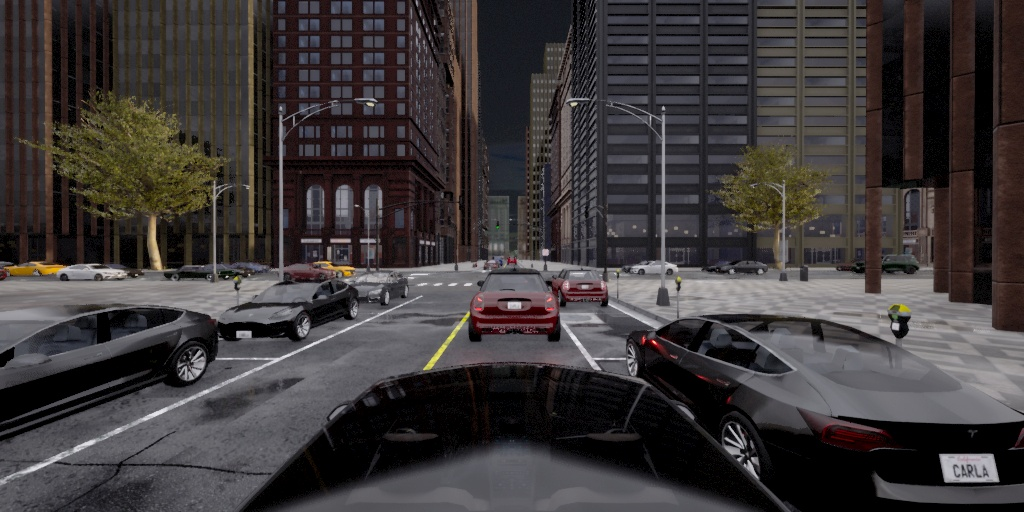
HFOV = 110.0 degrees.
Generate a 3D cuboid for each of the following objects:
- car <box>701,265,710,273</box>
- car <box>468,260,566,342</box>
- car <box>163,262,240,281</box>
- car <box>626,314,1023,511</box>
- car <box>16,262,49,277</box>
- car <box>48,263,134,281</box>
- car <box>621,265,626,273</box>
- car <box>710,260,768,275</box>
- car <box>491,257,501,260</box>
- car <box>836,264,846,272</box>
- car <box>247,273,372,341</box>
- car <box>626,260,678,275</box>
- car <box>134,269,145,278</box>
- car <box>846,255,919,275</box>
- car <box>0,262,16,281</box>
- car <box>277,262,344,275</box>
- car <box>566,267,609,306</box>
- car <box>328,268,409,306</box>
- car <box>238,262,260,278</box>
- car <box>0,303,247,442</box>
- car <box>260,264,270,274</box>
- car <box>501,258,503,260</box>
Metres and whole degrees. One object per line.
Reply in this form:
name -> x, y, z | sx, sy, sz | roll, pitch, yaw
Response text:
car -> 24.376, 1.219, 40.375 | 5.357, 1.411, 2.033 | 0, 0, 0
car -> 0.075, 1.102, 9.977 | 2.097, 1.767, 4.553 | 0, 0, 1
car -> -26.340, 1.445, 30.361 | 4.718, 1.301, 1.895 | 0, 0, 0
car -> 2.764, 1.316, 4.242 | 1.948, 1.339, 4.313 | 0, 0, 0
car -> -49.326, 1.356, 37.032 | 5.008, 1.535, 1.882 | 0, 0, 0
car -> -35.551, 1.396, 30.353 | 4.674, 1.442, 1.812 | 0, 0, 0
car -> 14.726, 1.218, 40.360 | 4.674, 1.442, 1.812 | 0, 0, 0
car -> 23.711, 1.193, 37.120 | 4.892, 1.490, 1.837 | 0, 0, 0
car -> -3.022, 1.296, 51.981 | 1.812, 1.442, 4.674 | 0, 0, 1
car -> 39.400, 1.118, 40.368 | 5.008, 1.535, 1.882 | 0, 0, 0
car -> -5.756, 1.316, 9.884 | 1.948, 1.339, 4.313 | 0, 0, 0
car -> 14.689, 1.234, 37.118 | 4.674, 1.442, 1.812 | 0, 0, 1
car -> -37.890, 1.409, 33.597 | 5.357, 1.411, 2.033 | 0, 0, -1
car -> 38.597, 0.880, 37.128 | 5.566, 2.045, 2.150 | 0, 0, 0
car -> -46.039, 1.378, 30.379 | 5.008, 1.535, 1.882 | 0, 0, 1
car -> -17.240, 1.345, 30.371 | 4.674, 1.442, 1.812 | 0, 0, -2
car -> 2.775, 1.191, 15.514 | 1.967, 1.591, 4.097 | 0, 0, 0
car -> -5.750, 1.301, 15.521 | 2.007, 1.370, 4.403 | 0, 0, 0
car -> -27.256, 1.379, 33.611 | 5.357, 1.411, 2.033 | 0, 0, 0
car -> -5.761, 1.316, 4.248 | 1.948, 1.339, 4.313 | 0, 0, 0
car -> -30.291, 1.355, 40.307 | 5.357, 1.411, 2.033 | 0, 0, 0
car -> -3.025, 1.380, 61.337 | 1.895, 1.301, 4.718 | 0, 0, 0
